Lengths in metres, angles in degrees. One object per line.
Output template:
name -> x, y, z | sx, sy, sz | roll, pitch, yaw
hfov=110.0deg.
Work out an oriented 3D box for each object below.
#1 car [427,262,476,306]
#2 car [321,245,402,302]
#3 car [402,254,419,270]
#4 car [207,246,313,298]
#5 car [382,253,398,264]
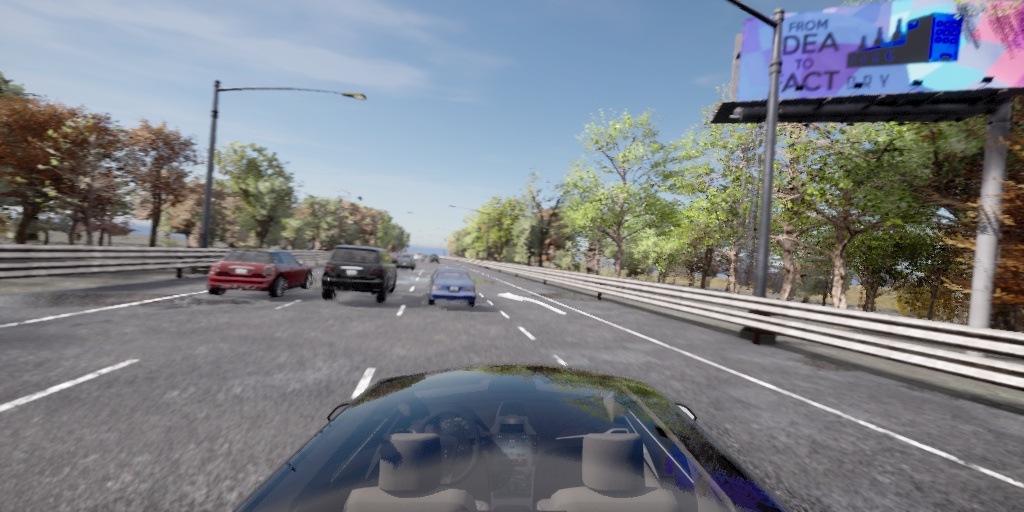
car -> -2.662, 1.211, 15.477 | 2.033, 1.411, 5.357 | 4, 0, -13
car -> -6.068, 0.633, 14.836 | 2.150, 2.045, 5.566 | 4, 0, -13
car -> -11.783, 0.790, 39.823 | 1.994, 1.385, 4.181 | 4, -1, -13
car -> -9.472, 0.509, 14.001 | 2.097, 1.767, 4.553 | 4, 0, -13
car -> -19.194, 0.393, 56.656 | 1.812, 1.442, 4.674 | 4, -1, -13
